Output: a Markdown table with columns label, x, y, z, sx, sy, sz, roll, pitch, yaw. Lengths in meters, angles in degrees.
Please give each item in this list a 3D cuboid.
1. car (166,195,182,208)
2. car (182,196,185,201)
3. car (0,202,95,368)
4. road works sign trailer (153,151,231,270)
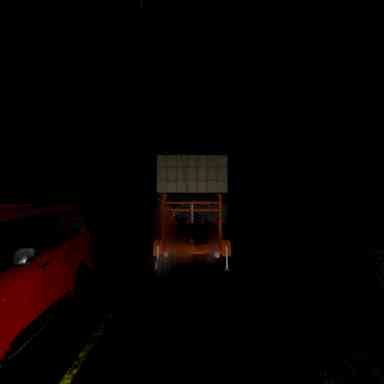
| label | x | y | z | sx | sy | sz | roll | pitch | yaw |
| --- | --- | --- | --- | --- | --- | --- | --- | --- | --- |
| car | -3.055 | 1.529 | 48.569 | 2.128 | 1.511 | 4.902 | 0 | 0 | 0 |
| car | -2.923 | 1.673 | 87.820 | 1.837 | 1.490 | 4.892 | 0 | -1 | 0 |
| car | -3.097 | 1.221 | 4.776 | 2.150 | 2.045 | 5.566 | 0 | 0 | 0 |
| road works sign trailer | 0.008 | 0.465 | 10.955 | 2.380 | 3.560 | 2.880 | 0 | 0 | 0 |
